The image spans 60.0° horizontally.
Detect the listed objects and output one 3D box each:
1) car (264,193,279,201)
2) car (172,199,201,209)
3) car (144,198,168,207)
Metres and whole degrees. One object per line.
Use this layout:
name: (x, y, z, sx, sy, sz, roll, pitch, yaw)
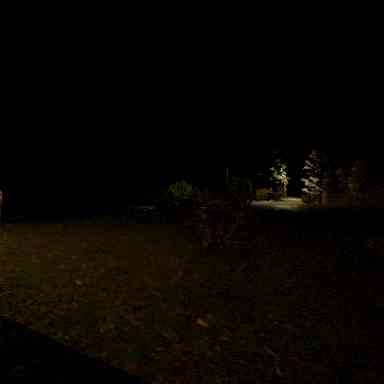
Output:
car: (21.138, 1.694, 86.794, 1.837, 1.490, 4.892, 0, 0, 30)
car: (-0.720, 1.662, 48.711, 2.033, 1.411, 5.357, 0, 0, 34)
car: (-5.727, 1.674, 53.822, 1.812, 1.442, 4.674, 0, 1, 34)
